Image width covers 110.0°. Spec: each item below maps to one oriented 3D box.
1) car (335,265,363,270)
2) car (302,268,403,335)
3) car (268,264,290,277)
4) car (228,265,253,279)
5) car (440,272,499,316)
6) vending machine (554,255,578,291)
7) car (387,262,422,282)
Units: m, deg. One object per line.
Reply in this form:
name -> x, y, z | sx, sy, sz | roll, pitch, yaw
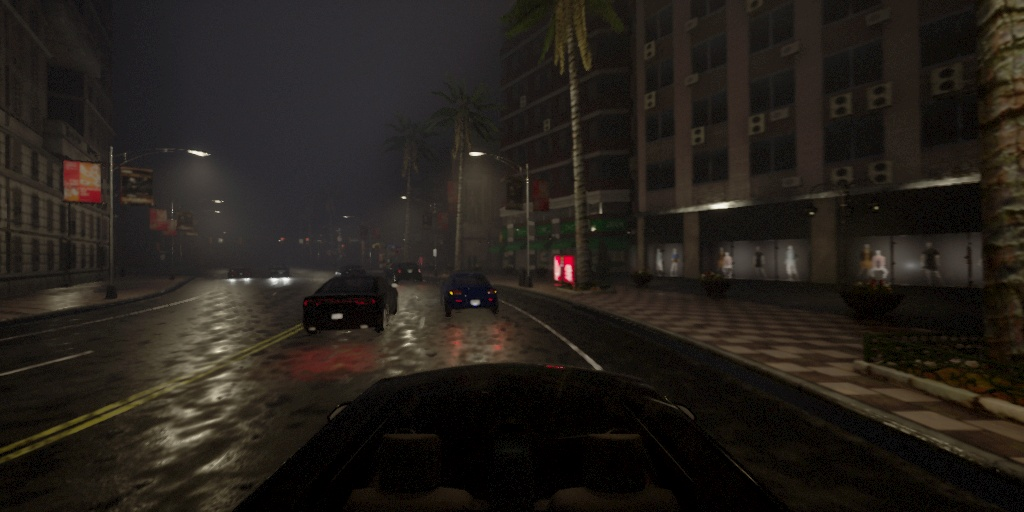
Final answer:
car -> -13.427, 1.458, 29.812 | 1.837, 1.490, 4.892 | 0, 0, -36
car -> -4.657, 1.297, 10.964 | 1.882, 1.535, 5.008 | 0, 0, -11
car -> -26.707, 1.613, 41.020 | 2.128, 1.511, 4.902 | -1, 0, -39
car -> -29.542, 1.716, 38.964 | 1.994, 1.385, 4.181 | -1, 0, -39
car -> -1.718, 1.320, 13.640 | 1.812, 1.442, 4.674 | 0, 0, -14
vending machine -> 3.292, 0.956, 22.523 | 1.100, 2.100, 0.880 | 0, 0, -22
car -> -9.120, 1.260, 29.695 | 2.097, 1.767, 4.553 | -1, 0, -34
